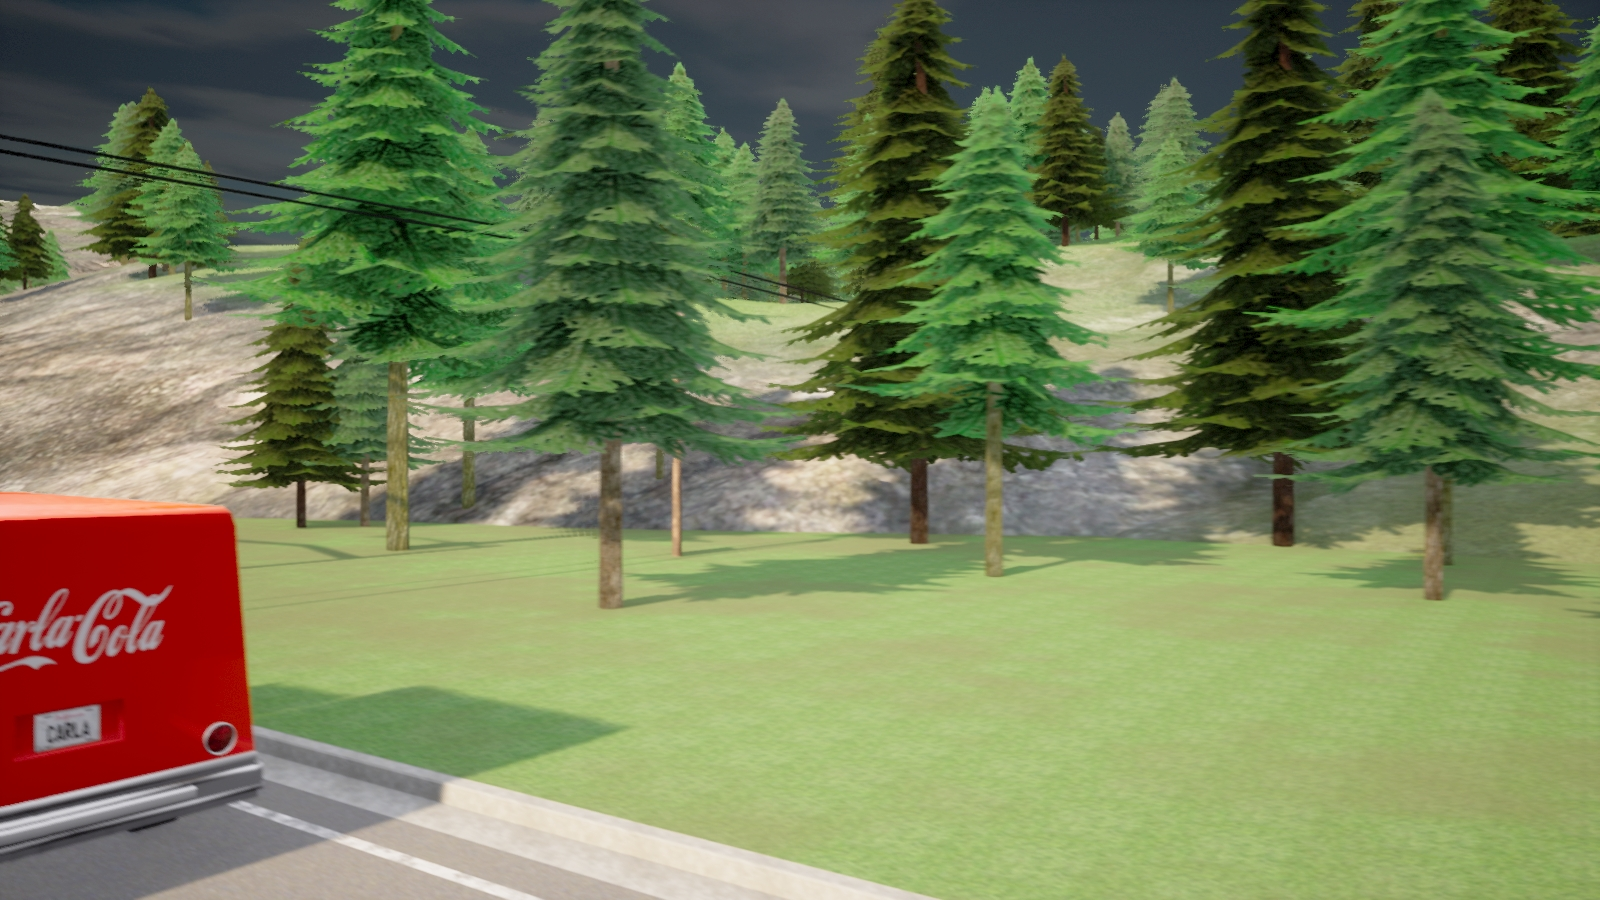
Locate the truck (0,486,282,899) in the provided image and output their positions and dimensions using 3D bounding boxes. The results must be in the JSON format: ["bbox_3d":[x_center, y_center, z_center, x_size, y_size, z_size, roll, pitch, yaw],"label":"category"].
[{"bbox_3d":[-6.477,1.565,8.302,5.204,2.467,2.627,0,0,34],"label":"truck"}]
